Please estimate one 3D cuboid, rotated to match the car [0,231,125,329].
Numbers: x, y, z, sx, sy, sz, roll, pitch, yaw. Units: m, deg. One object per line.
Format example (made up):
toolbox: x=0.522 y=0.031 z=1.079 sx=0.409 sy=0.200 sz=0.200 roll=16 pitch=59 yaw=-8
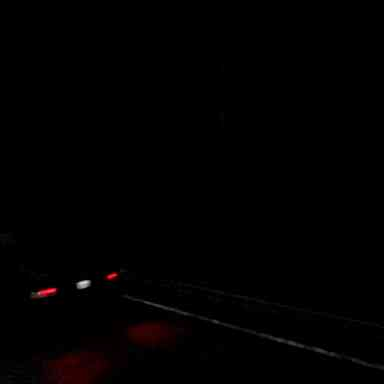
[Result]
car: x=-3.721 y=1.555 z=6.985 sx=5.357 sy=1.411 sz=2.033 roll=0 pitch=0 yaw=39
